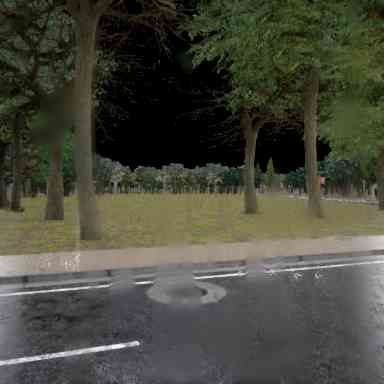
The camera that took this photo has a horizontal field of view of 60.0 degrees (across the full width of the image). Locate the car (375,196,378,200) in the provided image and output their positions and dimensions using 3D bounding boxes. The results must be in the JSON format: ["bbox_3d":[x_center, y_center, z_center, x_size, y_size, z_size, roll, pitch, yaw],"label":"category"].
[{"bbox_3d":[44.936,1.184,78.283,1.882,1.535,5.008,0,0,5],"label":"car"}]
